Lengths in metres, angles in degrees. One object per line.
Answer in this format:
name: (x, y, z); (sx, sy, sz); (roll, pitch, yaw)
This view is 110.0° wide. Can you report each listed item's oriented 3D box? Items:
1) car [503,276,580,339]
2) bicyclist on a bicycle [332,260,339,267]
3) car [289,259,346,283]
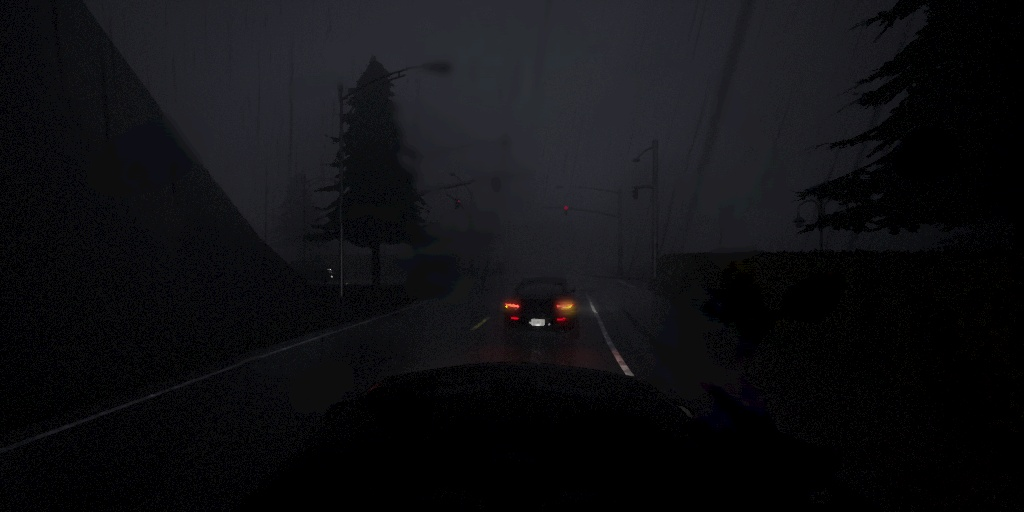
car: (0.918, 1.276, 10.056); (1.812, 1.442, 4.674); (0, 0, 9)
bicyclist on a bicycle: (-17.372, 1.203, 35.331); (0.582, 1.620, 1.656); (0, 0, 8)
car: (-15.349, 1.102, 27.909); (4.553, 1.767, 2.097); (0, 0, 9)
